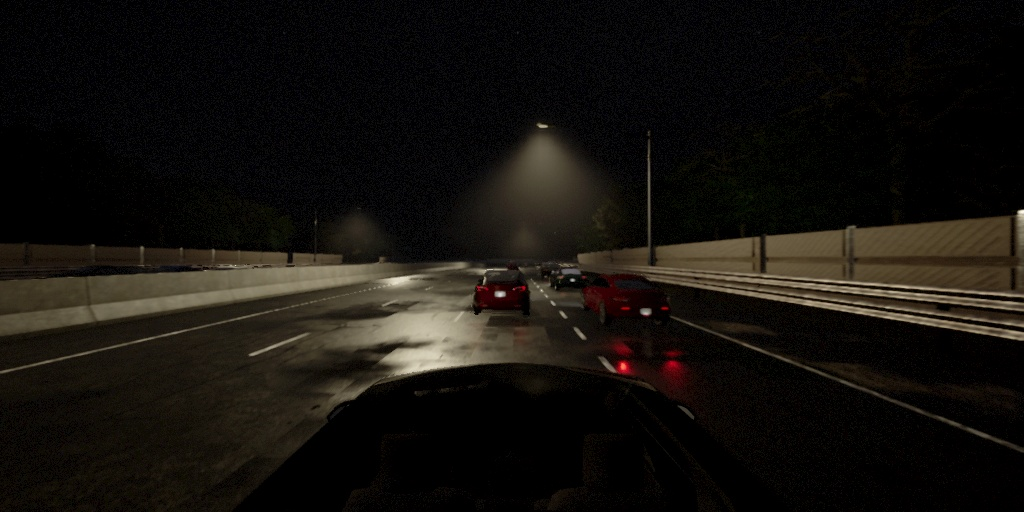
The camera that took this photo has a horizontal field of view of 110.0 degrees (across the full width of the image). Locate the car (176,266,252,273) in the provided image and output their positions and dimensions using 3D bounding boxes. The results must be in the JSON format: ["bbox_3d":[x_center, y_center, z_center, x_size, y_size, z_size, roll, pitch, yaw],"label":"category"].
[{"bbox_3d":[-17.596,1.337,22.262,1.812,1.442,4.674,0,0,0],"label":"car"}]

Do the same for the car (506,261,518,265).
[{"bbox_3d":[0.055,1.814,62.694,1.882,1.535,5.008,0,-1,1],"label":"car"}]

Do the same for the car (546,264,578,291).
[{"bbox_3d":[3.497,1.378,22.684,1.994,1.385,4.181,0,0,0],"label":"car"}]

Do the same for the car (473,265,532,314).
[{"bbox_3d":[-0.298,1.268,13.827,2.163,1.488,4.792,0,0,2],"label":"car"}]

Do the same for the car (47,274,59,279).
[{"bbox_3d":[-28.093,1.352,24.258,1.812,1.442,4.674,0,-1,0],"label":"car"}]

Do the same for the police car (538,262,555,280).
[{"bbox_3d":[3.496,1.349,33.808,1.930,1.638,5.238,0,-1,0],"label":"police car"}]

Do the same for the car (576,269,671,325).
[{"bbox_3d":[3.498,1.283,11.670,1.812,1.442,4.674,0,0,0],"label":"car"}]

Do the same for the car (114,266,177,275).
[{"bbox_3d":[-21.095,1.337,22.267,1.812,1.442,4.674,0,0,0],"label":"car"}]

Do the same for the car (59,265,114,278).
[{"bbox_3d":[-24.593,1.376,22.465,1.994,1.385,4.181,0,0,0],"label":"car"}]
